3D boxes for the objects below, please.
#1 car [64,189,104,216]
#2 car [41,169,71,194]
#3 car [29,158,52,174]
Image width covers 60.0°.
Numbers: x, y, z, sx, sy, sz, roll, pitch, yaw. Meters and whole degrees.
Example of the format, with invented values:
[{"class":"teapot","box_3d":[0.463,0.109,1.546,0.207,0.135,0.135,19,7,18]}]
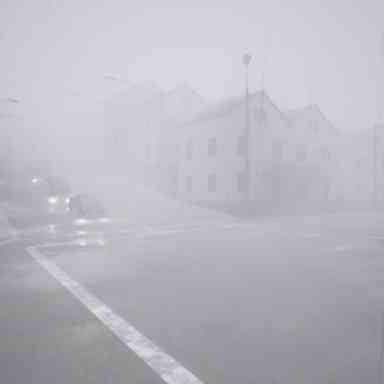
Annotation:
[{"class":"car","box_3d":[-8.584,0.934,26.824,1.812,1.442,4.674,0,7,-34]},{"class":"car","box_3d":[-14.122,-0.899,34.938,1.837,1.490,4.892,0,13,-34]},{"class":"car","box_3d":[-19.621,-3.422,43.062,2.097,1.767,4.553,1,13,-34]}]
